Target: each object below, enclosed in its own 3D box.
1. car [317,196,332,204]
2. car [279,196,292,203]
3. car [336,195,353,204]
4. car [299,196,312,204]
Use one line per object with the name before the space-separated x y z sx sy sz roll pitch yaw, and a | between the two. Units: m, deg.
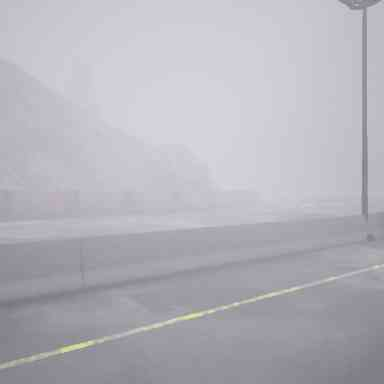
car | 25.263 1.473 63.391 1.882 1.535 5.008 0 0 10
car | 18.717 1.512 66.915 1.882 1.535 5.008 0 0 6
car | 28.753 1.313 62.904 2.097 1.767 4.553 0 0 10
car | 21.772 1.492 63.924 2.128 1.511 4.902 0 0 10
